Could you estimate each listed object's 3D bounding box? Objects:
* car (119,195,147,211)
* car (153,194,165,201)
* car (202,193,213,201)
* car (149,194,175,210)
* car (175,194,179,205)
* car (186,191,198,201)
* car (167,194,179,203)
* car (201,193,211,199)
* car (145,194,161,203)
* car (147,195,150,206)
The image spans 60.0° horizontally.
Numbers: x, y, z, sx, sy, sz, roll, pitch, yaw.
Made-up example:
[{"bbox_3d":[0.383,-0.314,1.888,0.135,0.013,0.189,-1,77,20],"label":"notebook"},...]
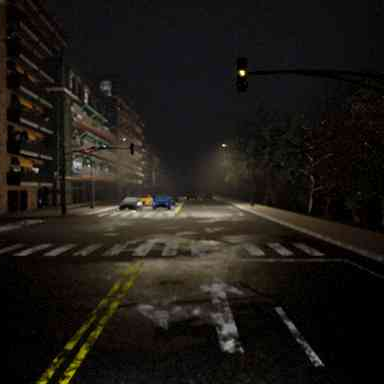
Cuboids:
[{"bbox_3d":[-6.598,1.269,36.450,2.033,1.411,5.357,0,0,0],"label":"car"},{"bbox_3d":[-6.511,1.104,66.567,1.895,1.301,4.718,0,0,0],"label":"car"},{"bbox_3d":[3.239,0.997,67.652,1.837,1.490,4.892,0,0,0],"label":"car"},{"bbox_3d":[-3.346,1.188,37.902,1.882,1.535,5.008,0,0,0],"label":"car"},{"bbox_3d":[-3.301,1.133,47.383,2.128,1.511,4.902,0,0,1],"label":"car"},{"bbox_3d":[-0.012,0.717,67.681,2.150,2.045,5.566,0,0,0],"label":"car"},{"bbox_3d":[-3.261,1.074,57.445,1.837,1.490,4.892,0,0,0],"label":"car"},{"bbox_3d":[3.237,0.894,78.071,2.033,1.411,5.357,0,0,0],"label":"car"},{"bbox_3d":[-6.512,1.069,56.243,2.128,1.511,4.902,0,0,0],"label":"car"},{"bbox_3d":[-6.559,1.128,46.102,1.882,1.535,5.008,0,0,0],"label":"car"}]
